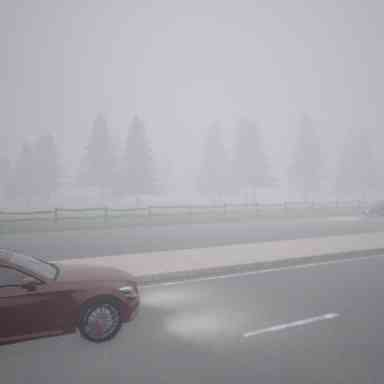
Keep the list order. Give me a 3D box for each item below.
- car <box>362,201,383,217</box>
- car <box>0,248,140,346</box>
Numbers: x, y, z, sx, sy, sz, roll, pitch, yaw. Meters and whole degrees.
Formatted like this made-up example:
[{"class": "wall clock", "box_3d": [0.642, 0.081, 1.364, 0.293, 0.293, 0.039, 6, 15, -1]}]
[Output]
[{"class": "car", "box_3d": [18.624, 1.593, 32.177, 4.902, 1.511, 2.128, -1, -1, -25]}, {"class": "car", "box_3d": [-3.183, 1.638, 5.265, 4.674, 1.442, 1.812, -1, -1, -25]}]
